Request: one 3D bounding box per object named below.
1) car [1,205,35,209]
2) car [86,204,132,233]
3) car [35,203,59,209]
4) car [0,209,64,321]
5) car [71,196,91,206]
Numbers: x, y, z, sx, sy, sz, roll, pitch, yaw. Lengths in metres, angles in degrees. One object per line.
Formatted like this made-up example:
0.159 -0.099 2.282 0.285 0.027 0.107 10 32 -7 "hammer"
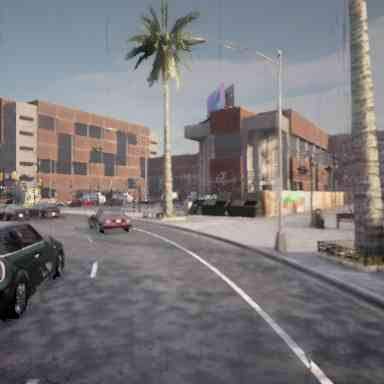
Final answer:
-16.272 1.880 30.319 1.812 1.442 4.674 0 -1 -43 "car"
-5.397 1.756 21.366 2.033 1.411 5.357 0 -1 -28 "car"
-15.285 1.884 34.145 4.892 1.490 1.837 0 -1 44 "car"
-4.393 1.443 7.505 2.097 1.767 4.553 0 0 -9 "car"
-19.960 1.875 60.512 4.553 1.767 2.185 -1 -1 34 "car"
